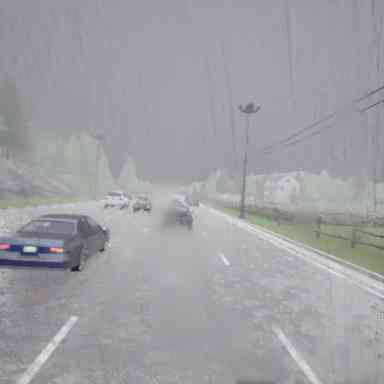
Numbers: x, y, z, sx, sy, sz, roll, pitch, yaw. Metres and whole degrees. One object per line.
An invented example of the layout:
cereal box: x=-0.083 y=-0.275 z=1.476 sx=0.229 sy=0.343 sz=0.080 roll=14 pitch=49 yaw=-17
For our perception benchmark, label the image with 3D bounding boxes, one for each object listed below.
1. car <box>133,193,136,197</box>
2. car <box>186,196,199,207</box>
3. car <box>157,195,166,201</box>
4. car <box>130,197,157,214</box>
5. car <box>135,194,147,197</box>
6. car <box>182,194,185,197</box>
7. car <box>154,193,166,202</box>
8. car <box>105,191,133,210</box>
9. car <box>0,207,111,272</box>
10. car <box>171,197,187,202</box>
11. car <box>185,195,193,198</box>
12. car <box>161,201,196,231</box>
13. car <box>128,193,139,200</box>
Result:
car: x=-14.188 y=1.153 z=73.359 sx=2.128 sy=1.511 sz=4.902 roll=4 pitch=0 yaw=-3
car: x=0.284 y=2.048 z=63.933 sx=2.128 sy=1.511 sz=4.902 roll=4 pitch=0 yaw=-3
car: x=-7.738 y=1.542 z=84.093 sx=2.033 sy=1.411 sz=5.357 roll=4 pitch=0 yaw=-3
car: x=-5.180 y=1.545 z=36.033 sx=1.895 sy=1.301 sz=4.718 roll=4 pitch=0 yaw=-3
car: x=-10.696 y=1.346 z=73.508 sx=1.882 sy=1.535 sz=5.008 roll=4 pitch=0 yaw=-3
car: x=-0.744 y=1.711 z=84.482 sx=2.150 sy=2.045 sz=5.566 roll=4 pitch=0 yaw=-3
car: x=-7.193 y=1.336 z=73.718 sx=2.150 sy=2.045 sz=5.566 roll=4 pitch=0 yaw=-3
car: x=-8.823 y=0.943 z=39.417 sx=2.150 sy=2.045 sz=5.566 roll=4 pitch=0 yaw=-3
car: x=-3.841 y=1.367 z=10.119 sx=2.033 sy=1.411 sz=5.357 roll=4 pitch=0 yaw=-3
car: x=-2.001 y=1.779 z=42.220 sx=1.994 sy=1.385 sz=4.181 roll=4 pitch=-1 yaw=-3
car: x=-0.249 y=2.050 z=74.351 sx=1.837 sy=1.490 sz=4.892 roll=4 pitch=0 yaw=-3
car: x=-0.948 y=1.622 z=21.914 sx=1.837 sy=1.490 sz=4.892 roll=4 pitch=0 yaw=-3
car: x=-14.713 y=1.045 z=83.766 sx=2.128 sy=1.511 sz=4.902 roll=4 pitch=0 yaw=-3
